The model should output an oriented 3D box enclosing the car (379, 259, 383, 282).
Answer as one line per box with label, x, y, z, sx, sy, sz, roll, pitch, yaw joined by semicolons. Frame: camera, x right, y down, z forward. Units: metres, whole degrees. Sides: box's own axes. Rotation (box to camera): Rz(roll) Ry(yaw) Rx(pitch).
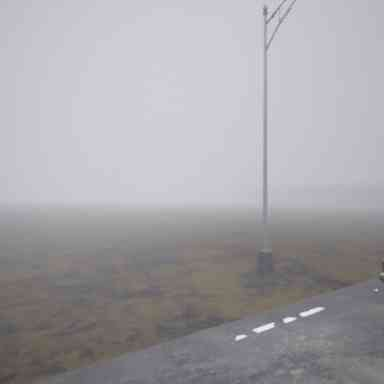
car;6.206;1.600;7.500;4.718;1.301;1.895;0;0;-36
